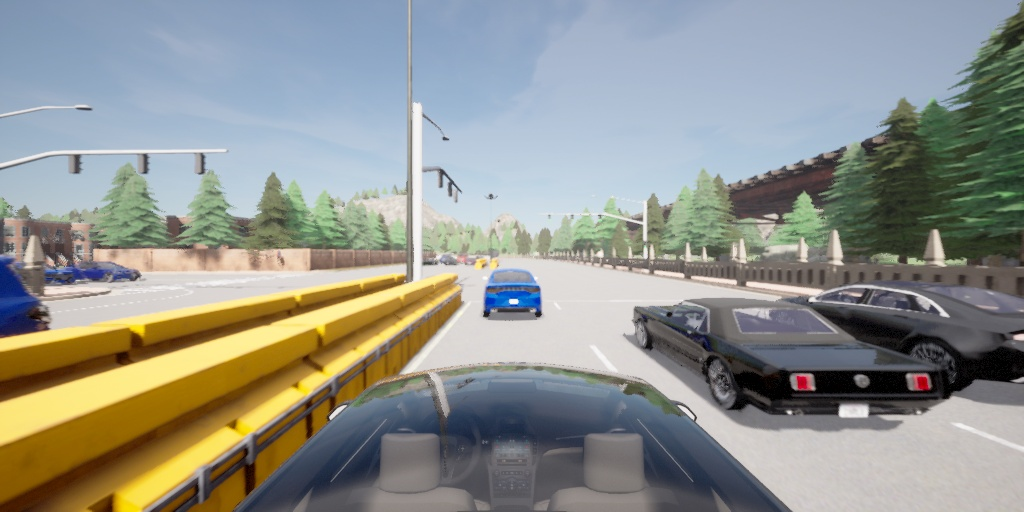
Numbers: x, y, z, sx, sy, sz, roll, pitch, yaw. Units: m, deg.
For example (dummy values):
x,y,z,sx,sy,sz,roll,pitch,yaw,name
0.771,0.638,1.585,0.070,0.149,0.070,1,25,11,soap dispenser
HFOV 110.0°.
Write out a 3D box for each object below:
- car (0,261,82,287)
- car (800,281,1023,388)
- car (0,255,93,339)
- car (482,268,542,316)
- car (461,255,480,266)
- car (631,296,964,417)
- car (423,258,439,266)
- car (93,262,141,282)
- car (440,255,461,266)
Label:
x,y,z,sx,sy,sz,roll,pitch,yaw,name
-31.011,1.121,22.839,5.008,1.535,1.882,0,0,0,car
7.105,1.218,6.698,2.128,1.511,4.902,0,0,0,car
-7.085,0.966,2.317,2.150,2.045,5.566,0,0,0,car
-0.056,1.173,13.074,1.882,1.535,5.008,0,1,-2,car
-6.986,0.988,61.285,1.812,1.442,4.674,0,0,1,car
3.605,1.331,5.995,1.895,1.301,4.718,0,0,0,car
-13.978,1.061,61.564,1.895,1.301,4.718,0,0,1,car
-30.184,1.153,26.344,4.674,1.442,1.812,0,0,0,car
-10.488,0.966,61.265,1.837,1.490,4.892,0,0,1,car
